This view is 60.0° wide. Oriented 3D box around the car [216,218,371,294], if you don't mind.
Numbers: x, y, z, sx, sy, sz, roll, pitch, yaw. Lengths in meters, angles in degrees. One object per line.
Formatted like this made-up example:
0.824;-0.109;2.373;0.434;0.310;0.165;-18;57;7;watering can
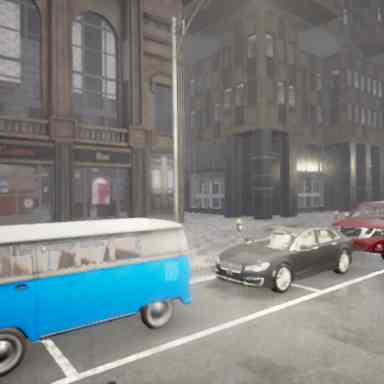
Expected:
2.566;1.537;8.733;4.403;1.369;2.008;-1;0;-38;car

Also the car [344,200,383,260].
7.018;1.254;12.157;5.009;1.841;2.192;-1;0;-38;car

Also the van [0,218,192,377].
-1.891;1.376;5.310;3.998;1.788;1.690;-1;0;-38;van
